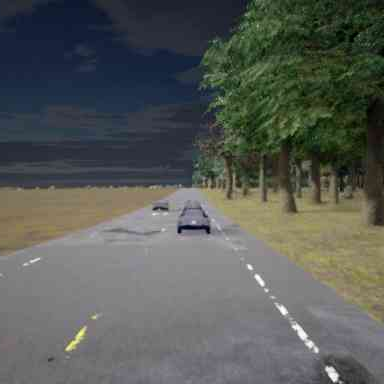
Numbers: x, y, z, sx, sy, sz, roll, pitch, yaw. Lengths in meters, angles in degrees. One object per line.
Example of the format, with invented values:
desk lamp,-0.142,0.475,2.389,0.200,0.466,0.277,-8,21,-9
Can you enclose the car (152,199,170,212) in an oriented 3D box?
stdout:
car,-3.584,1.565,39.209,2.033,1.411,5.357,0,0,0

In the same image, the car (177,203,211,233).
car,0.100,1.633,20.296,1.994,1.385,4.181,0,0,0

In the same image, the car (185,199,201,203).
car,0.103,1.572,40.466,1.994,1.385,4.181,0,1,0
